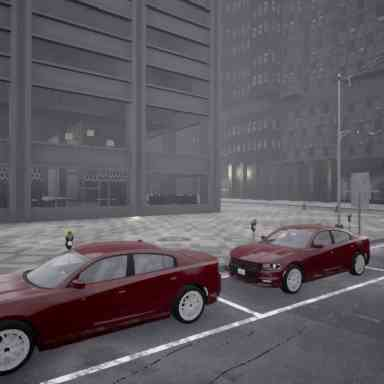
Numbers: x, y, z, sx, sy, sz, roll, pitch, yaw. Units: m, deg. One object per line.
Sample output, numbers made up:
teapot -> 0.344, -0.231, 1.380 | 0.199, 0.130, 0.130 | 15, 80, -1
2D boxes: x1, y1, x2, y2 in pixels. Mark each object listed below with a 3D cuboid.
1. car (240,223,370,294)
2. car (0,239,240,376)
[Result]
car -> 2.937, 1.545, 8.789 | 4.507, 1.381, 1.887 | 0, 0, -36
car -> -1.550, 1.545, 5.565 | 4.507, 1.381, 1.887 | 0, 0, -36
